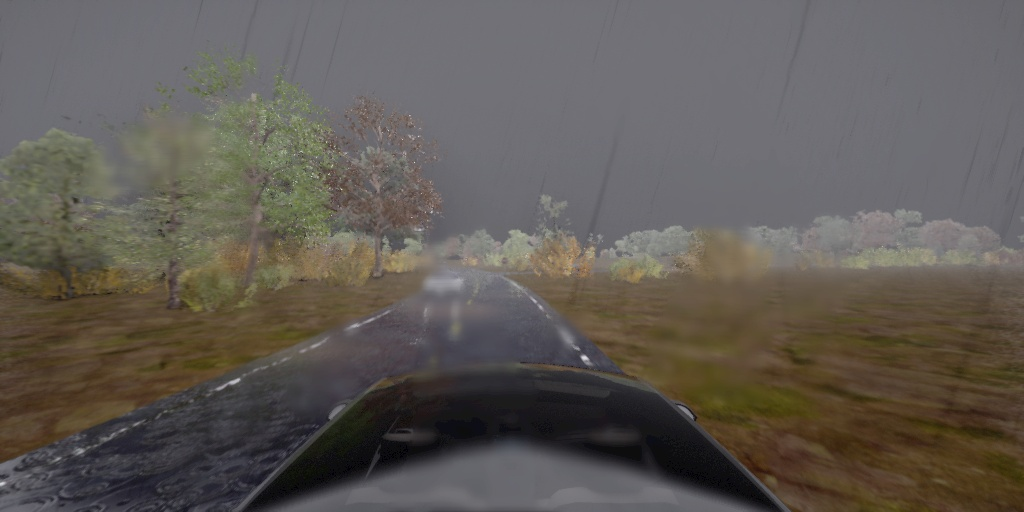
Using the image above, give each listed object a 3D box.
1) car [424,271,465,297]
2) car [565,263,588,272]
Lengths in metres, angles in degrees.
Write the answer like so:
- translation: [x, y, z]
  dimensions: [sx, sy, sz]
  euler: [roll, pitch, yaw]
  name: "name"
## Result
- translation: [-3.743, 1.570, 20.513]
  dimensions: [1.895, 1.301, 4.718]
  euler: [0, -1, -4]
  name: "car"
- translation: [9.956, 1.838, 56.896]
  dimensions: [4.674, 1.442, 1.812]
  euler: [0, -1, -29]
  name: "car"
